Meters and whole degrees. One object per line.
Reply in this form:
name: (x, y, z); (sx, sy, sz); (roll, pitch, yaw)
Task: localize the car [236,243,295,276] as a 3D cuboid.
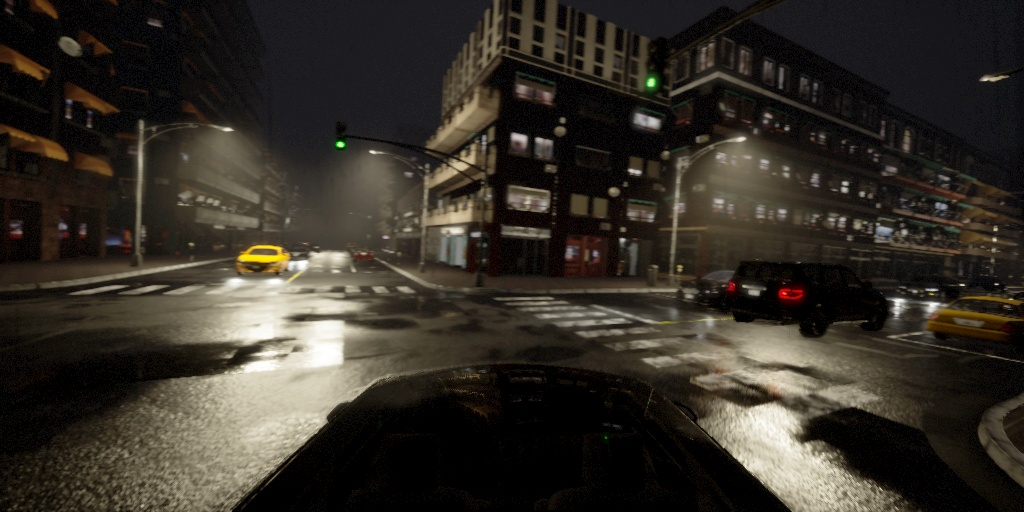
car: (-13.670, 0.186, 19.950); (1.882, 1.535, 5.008); (3, 1, -25)

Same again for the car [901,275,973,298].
car: (26.535, 1.983, 22.648); (4.892, 1.490, 1.837); (2, 2, -25)

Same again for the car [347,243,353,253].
car: (-20.194, -0.610, 47.051); (1.967, 1.591, 4.097); (0, 0, -26)

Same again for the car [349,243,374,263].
car: (-15.326, -0.195, 36.815); (1.967, 1.591, 4.097); (0, 0, -25)

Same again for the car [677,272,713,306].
car: (8.808, 1.314, 14.336); (4.902, 1.511, 2.128); (2, 2, -25)

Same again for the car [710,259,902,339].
car: (9.081, 1.190, 11.028); (5.566, 2.045, 2.150); (2, 2, -25)

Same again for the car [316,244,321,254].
car: (-28.404, -1.095, 51.154); (2.033, 1.411, 5.357); (3, 1, -26)

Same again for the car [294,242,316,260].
car: (-21.055, -0.432, 35.522); (2.128, 1.511, 4.902); (3, 1, -25)

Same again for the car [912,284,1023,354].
car: (13.651, 1.732, 10.120); (4.829, 1.417, 1.751); (0, 0, -25)

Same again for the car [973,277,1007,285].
car: (45.773, 2.675, 34.587); (4.313, 1.339, 1.948); (0, 0, -25)
